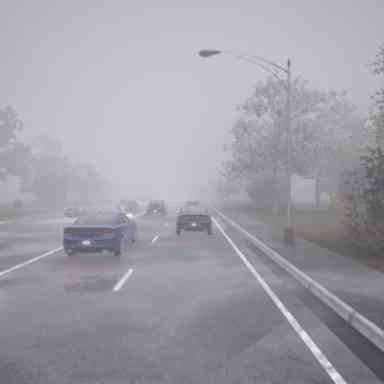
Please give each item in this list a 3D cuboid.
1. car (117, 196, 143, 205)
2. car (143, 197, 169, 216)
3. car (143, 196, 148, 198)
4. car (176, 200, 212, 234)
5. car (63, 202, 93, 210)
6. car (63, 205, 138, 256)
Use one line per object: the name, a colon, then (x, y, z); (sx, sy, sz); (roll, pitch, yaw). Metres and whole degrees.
car: (-7.087, 1.497, 36.511); (2.128, 1.511, 4.902); (0, 0, 0)
car: (-3.395, 1.510, 33.020); (1.837, 1.490, 4.892); (0, 0, 0)
car: (-10.428, 1.473, 72.629); (1.994, 1.385, 4.181); (0, 0, 0)
car: (0.101, 1.481, 19.149); (1.882, 1.535, 5.008); (0, 0, 0)
car: (-10.594, 1.606, 31.663); (1.895, 1.301, 4.718); (0, 0, 0)
car: (-3.410, 1.480, 13.186); (1.882, 1.535, 5.008); (0, 0, 0)
